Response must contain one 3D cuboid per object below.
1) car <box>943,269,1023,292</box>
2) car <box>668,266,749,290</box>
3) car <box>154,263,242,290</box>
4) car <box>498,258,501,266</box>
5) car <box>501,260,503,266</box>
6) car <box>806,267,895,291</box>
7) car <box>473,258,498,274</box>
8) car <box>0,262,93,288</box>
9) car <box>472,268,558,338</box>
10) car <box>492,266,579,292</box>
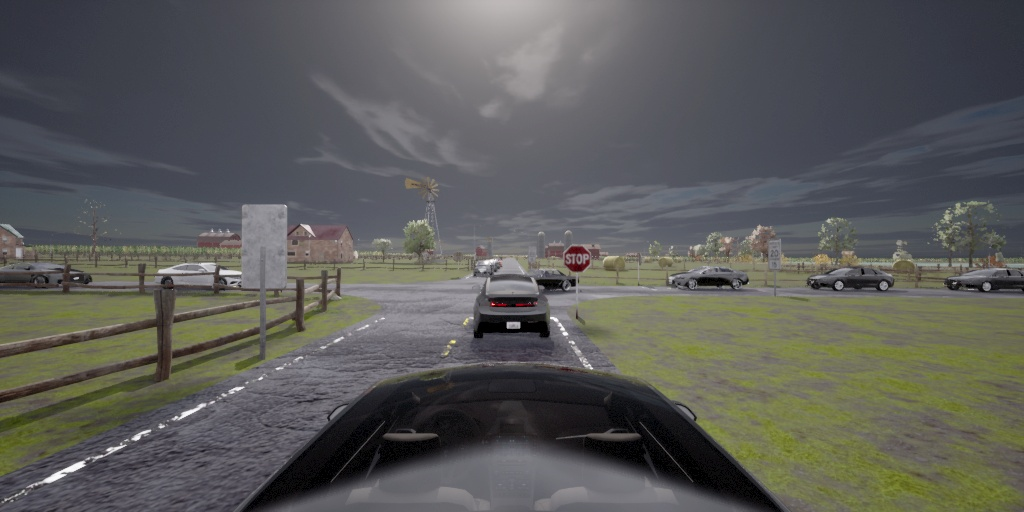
[{"bbox_3d":[31.702,1.587,23.760,4.892,1.490,1.837,1,-1,-1],"label":"car"},{"bbox_3d":[12.797,1.397,23.468,4.902,1.511,2.128,1,-1,-2],"label":"car"},{"bbox_3d":[-17.244,1.103,20.149,4.674,1.442,1.812,1,-1,-1],"label":"car"},{"bbox_3d":[-2.853,1.241,46.325,2.128,1.511,4.902,0,0,0],"label":"car"},{"bbox_3d":[-2.823,1.240,55.867,2.128,1.511,4.902,0,0,0],"label":"car"},{"bbox_3d":[22.199,1.499,23.639,4.892,1.490,1.837,1,-1,-1],"label":"car"},{"bbox_3d":[-2.860,1.243,36.879,2.128,1.511,4.902,0,0,0],"label":"car"},{"bbox_3d":[-26.364,1.048,20.027,4.181,1.385,1.994,1,-1,-1],"label":"car"},{"bbox_3d":[-0.074,1.256,10.193,1.837,1.490,4.892,0,0,-3],"label":"car"},{"bbox_3d":[1.499,1.369,20.239,4.718,1.301,1.895,1,0,-35],"label":"car"}]
